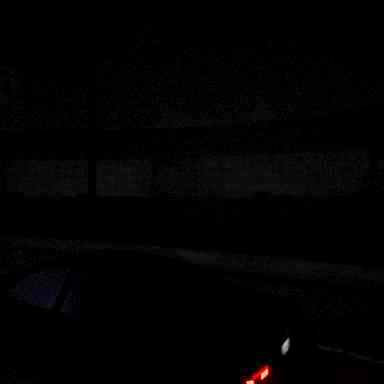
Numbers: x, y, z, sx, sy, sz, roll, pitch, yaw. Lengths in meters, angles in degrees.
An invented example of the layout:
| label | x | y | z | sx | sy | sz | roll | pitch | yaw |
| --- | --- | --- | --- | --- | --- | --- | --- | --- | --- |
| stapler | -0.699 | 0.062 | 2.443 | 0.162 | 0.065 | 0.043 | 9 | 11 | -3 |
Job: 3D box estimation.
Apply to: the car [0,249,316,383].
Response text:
| label | x | y | z | sx | sy | sz | roll | pitch | yaw |
| --- | --- | --- | --- | --- | --- | --- | --- | --- | --- |
| car | -1.222 | 1.541 | 4.534 | 5.357 | 1.411 | 2.033 | 0 | 0 | 32 |
